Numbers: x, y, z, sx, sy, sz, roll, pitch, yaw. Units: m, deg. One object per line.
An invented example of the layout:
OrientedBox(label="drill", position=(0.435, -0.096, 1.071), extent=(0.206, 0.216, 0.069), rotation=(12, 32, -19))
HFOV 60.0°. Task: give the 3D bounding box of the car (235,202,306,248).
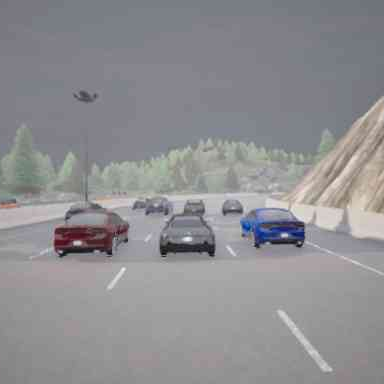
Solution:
OrientedBox(label="car", position=(3.299, 1.397, 14.417), extent=(1.882, 1.535, 5.008), rotation=(-1, 0, -1))

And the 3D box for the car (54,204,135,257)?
OrientedBox(label="car", position=(-3.688, 1.464, 13.059), extent=(1.882, 1.535, 5.008), rotation=(-1, 0, -1))

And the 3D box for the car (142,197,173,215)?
OrientedBox(label="car", position=(-3.087, 1.265, 32.358), extent=(2.097, 1.767, 4.553), rotation=(0, 0, 4))

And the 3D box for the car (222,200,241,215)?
OrientedBox(label="car", position=(3.932, 1.414, 32.402), extent=(1.994, 1.385, 4.181), rotation=(-1, 0, 5))

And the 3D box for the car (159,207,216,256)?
OrientedBox(label="car", position=(-0.182, 1.519, 12.953), extent=(1.994, 1.385, 4.181), rotation=(-1, 0, -1))

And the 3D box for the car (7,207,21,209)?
OrientedBox(label="car", position=(-17.474, 1.399, 29.989), extent=(2.097, 1.767, 4.553), rotation=(0, 0, 4))

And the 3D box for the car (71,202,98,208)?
OrientedBox(label="car", position=(-7.103, 1.488, 22.933), extent=(1.837, 1.490, 4.892), rotation=(-1, 0, 1))

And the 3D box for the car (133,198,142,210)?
OrientedBox(label="car", position=(-5.798, 1.435, 40.335), extent=(1.812, 1.442, 4.674), rotation=(-1, 0, 7))

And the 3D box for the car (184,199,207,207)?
OrientedBox(label="car", position=(0.311, 1.379, 31.027), extent=(2.128, 1.511, 4.902), rotation=(-1, 0, 4))
